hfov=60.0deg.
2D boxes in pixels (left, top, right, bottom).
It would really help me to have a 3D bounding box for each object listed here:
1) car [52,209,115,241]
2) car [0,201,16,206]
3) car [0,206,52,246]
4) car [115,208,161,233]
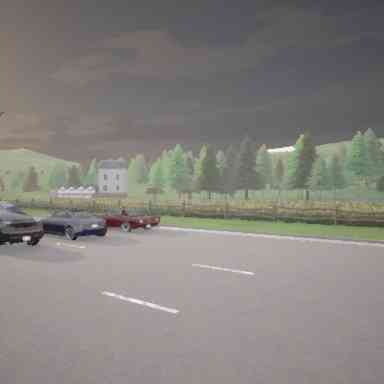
[{"bbox_3d":[-6.236,1.573,16.916,4.181,1.385,1.994,0,0,36],"label":"car"},{"bbox_3d":[-16.415,1.533,28.476,4.674,1.442,1.812,0,0,36],"label":"car"},{"bbox_3d":[-8.269,1.517,14.066,4.892,1.490,1.837,0,0,36],"label":"car"},{"bbox_3d":[-4.228,1.617,19.783,4.718,1.301,1.895,0,0,36],"label":"car"}]
